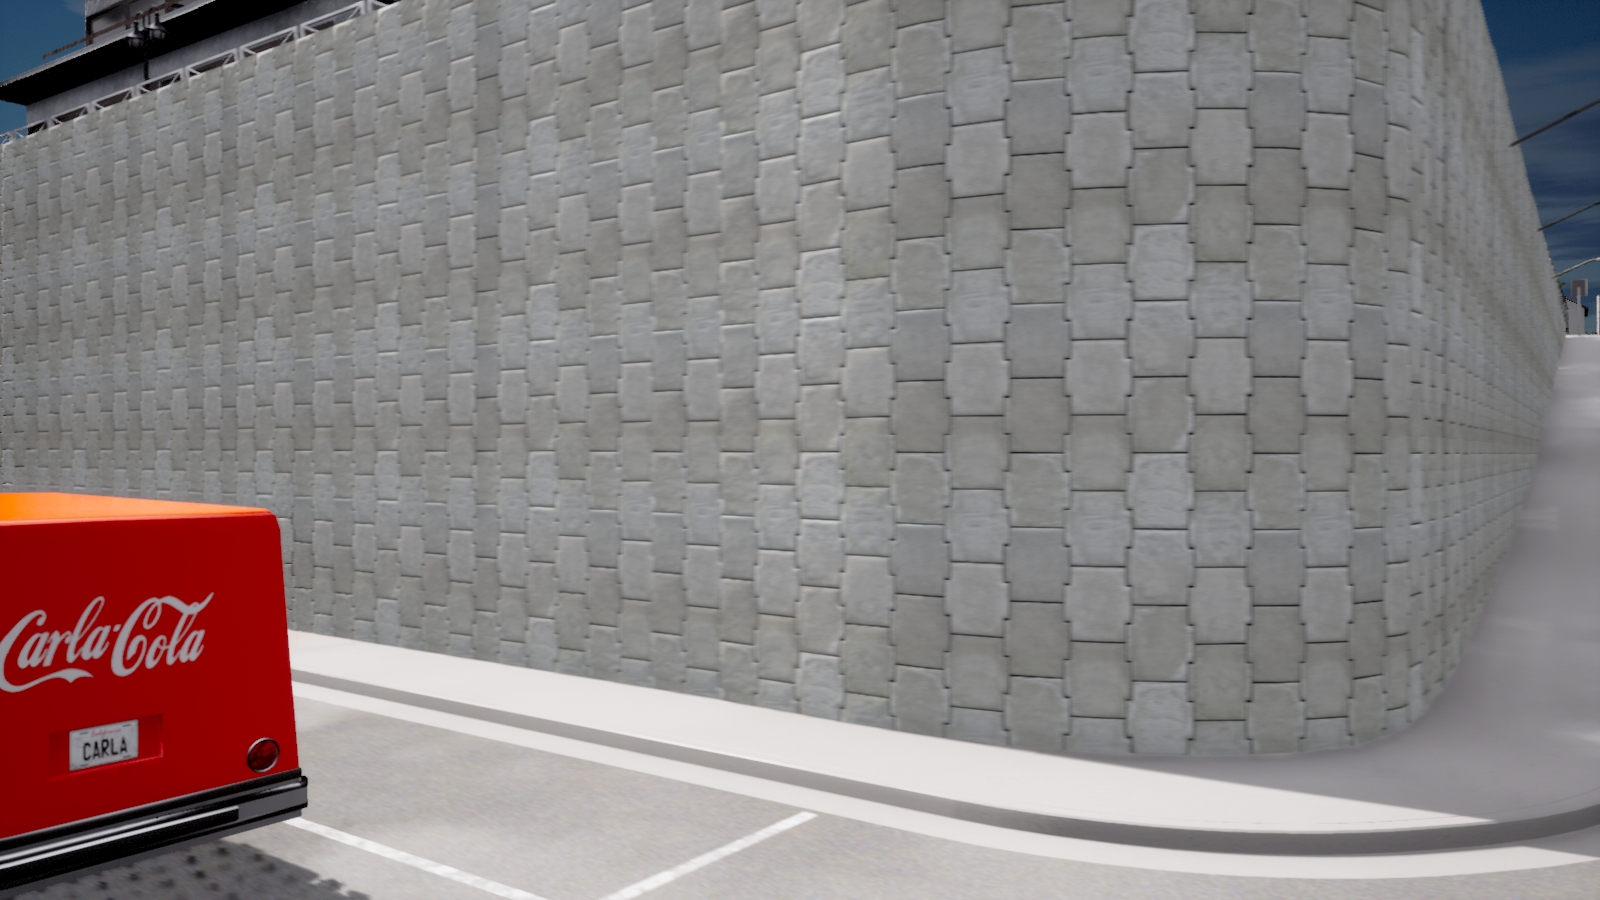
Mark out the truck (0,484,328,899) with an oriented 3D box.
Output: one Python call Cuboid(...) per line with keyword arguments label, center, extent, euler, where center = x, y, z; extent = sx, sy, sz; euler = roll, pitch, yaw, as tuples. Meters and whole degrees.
Cuboid(label="truck", center=(-5.969, 1.552, 7.930), extent=(5.204, 2.467, 2.627), euler=(0, 0, 36))
